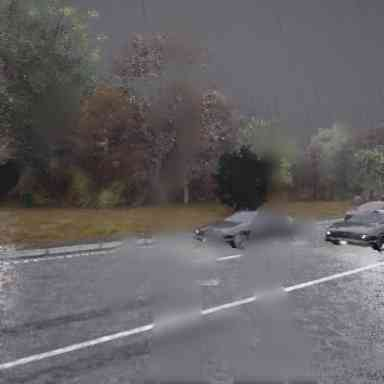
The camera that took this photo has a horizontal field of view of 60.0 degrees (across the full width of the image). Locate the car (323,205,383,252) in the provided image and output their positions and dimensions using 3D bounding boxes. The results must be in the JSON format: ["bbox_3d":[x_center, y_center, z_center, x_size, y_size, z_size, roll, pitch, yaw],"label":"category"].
[{"bbox_3d":[7.751,1.461,13.801,5.357,1.411,2.033,0,0,-35],"label":"car"}]

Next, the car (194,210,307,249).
[{"bbox_3d":[2.685,1.489,14.400,5.357,1.411,2.033,0,0,-35],"label":"car"}]

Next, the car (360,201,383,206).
[{"bbox_3d":[11.486,1.334,20.742,5.008,1.535,1.882,0,0,-36],"label":"car"}]
